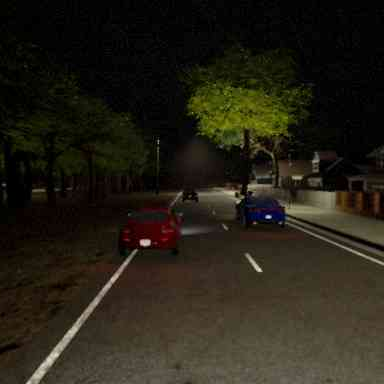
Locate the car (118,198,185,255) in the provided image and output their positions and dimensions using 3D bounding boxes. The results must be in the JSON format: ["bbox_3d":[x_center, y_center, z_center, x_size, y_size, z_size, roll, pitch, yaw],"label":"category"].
[{"bbox_3d":[-1.304,1.158,11.483,1.812,1.442,4.674,0,2,0],"label":"car"}]

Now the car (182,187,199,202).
[{"bbox_3d":[-0.194,0.382,37.812,2.033,1.411,5.357,0,2,0],"label":"car"}]

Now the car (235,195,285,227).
[{"bbox_3d":[3.479,0.917,17.675,1.882,1.535,5.008,0,2,0],"label":"car"}]

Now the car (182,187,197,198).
[{"bbox_3d":[-0.343,0.005,49.621,2.033,1.411,5.357,0,2,0],"label":"car"}]
